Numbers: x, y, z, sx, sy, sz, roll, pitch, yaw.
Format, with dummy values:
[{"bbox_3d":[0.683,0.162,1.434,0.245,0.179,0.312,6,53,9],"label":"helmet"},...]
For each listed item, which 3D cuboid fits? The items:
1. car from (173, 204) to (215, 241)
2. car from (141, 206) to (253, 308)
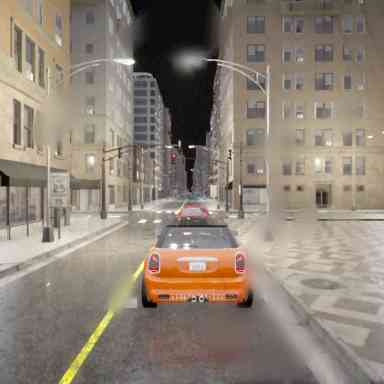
[{"bbox_3d":[0.094,1.476,17.691,1.882,1.535,5.008,0,0,0],"label":"car"},{"bbox_3d":[0.094,1.352,8.091,2.097,1.767,4.553,0,0,0],"label":"car"}]
